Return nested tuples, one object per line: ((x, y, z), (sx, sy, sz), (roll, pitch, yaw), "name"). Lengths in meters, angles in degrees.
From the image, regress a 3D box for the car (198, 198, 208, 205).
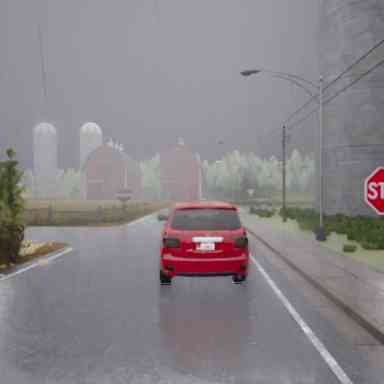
((2.335, 1.938, 70.221), (1.895, 1.301, 4.718), (0, 0, 2), "car")

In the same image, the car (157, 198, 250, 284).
((0.159, 1.275, 9.902), (2.150, 2.045, 5.566), (0, 0, -4), "car")

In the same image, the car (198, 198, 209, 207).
((2.074, 1.835, 60.177), (1.812, 1.442, 4.674), (0, 0, 2), "car")
